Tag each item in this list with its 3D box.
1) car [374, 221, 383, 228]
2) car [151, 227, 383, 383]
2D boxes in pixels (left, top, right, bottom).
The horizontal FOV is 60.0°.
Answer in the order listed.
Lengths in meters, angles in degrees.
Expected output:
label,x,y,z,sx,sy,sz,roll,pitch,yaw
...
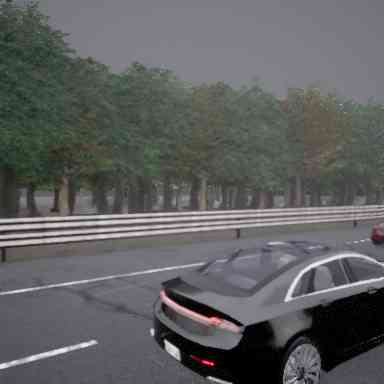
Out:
label,x,y,z,sx,sy,sz,roll,pitch,yaw
car,9.696,1.614,14.479,4.181,1.385,1.994,0,0,-33
car,1.790,1.503,4.983,4.902,1.511,2.128,0,0,-34
